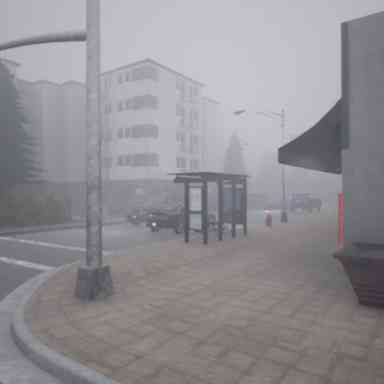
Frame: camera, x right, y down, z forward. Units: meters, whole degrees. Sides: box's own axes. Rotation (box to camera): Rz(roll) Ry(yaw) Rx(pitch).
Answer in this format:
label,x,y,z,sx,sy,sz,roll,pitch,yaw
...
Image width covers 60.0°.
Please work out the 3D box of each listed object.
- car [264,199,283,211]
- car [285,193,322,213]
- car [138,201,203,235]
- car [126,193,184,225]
label,x,y,z,sx,sy,sz,roll,pitch,yaw
car,10.087,1.482,39.142,1.994,1.385,4.181,0,0,36
car,12.530,1.117,36.459,2.150,2.045,5.566,0,0,36
car,-0.461,1.395,18.389,1.837,1.490,4.892,0,-2,36
car,-1.901,1.135,22.560,2.150,2.045,5.566,0,0,36
